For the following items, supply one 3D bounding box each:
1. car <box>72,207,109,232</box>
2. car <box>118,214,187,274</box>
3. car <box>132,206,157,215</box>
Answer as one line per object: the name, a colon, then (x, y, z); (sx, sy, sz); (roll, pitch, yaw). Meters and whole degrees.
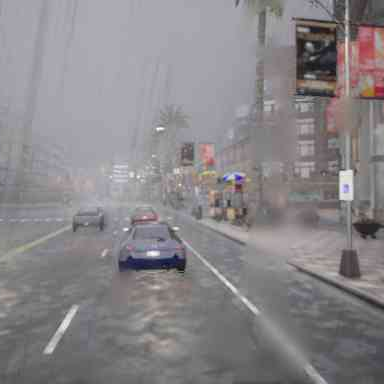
car: (-6.614, 1.714, 21.997); (2.128, 1.511, 4.902); (0, -1, -9)
car: (-1.345, 1.669, 11.060); (1.994, 1.385, 4.181); (0, 0, -8)
car: (-3.723, 1.809, 25.922); (1.994, 1.385, 4.181); (0, -1, -9)
